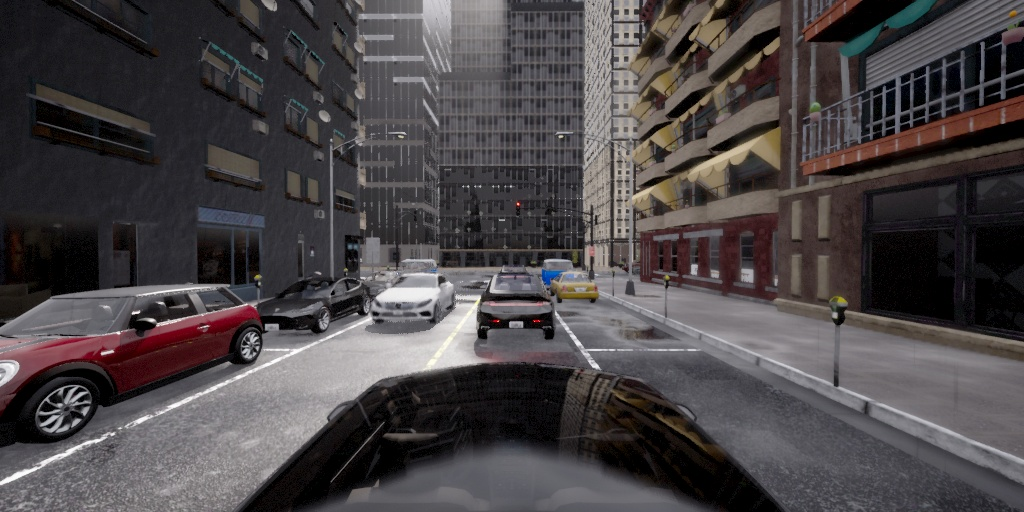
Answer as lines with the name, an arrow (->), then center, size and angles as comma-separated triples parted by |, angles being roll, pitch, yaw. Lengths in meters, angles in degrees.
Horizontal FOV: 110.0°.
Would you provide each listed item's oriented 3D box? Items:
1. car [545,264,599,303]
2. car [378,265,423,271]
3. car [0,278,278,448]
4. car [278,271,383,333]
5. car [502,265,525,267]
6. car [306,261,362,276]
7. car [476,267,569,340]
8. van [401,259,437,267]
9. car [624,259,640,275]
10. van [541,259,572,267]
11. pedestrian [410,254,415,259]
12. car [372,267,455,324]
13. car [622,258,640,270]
car -> 2.710, 1.272, 16.403 | 1.751, 1.417, 4.829 | 0, 0, 0
car -> -5.671, 1.297, 16.275 | 2.007, 1.370, 4.403 | 0, 0, 0
car -> -5.688, 1.189, 5.071 | 1.967, 1.591, 4.097 | 0, 0, 0
car -> -5.679, 1.314, 10.672 | 1.948, 1.339, 4.313 | 0, 0, 0
car -> 0.093, 1.237, 20.312 | 2.128, 1.511, 4.902 | 0, 0, 0
car -> -17.602, 1.213, 35.600 | 4.674, 1.442, 1.812 | 0, 1, 0
car -> 0.095, 1.240, 10.010 | 2.128, 1.511, 4.902 | 0, 0, 0
van -> -5.662, 1.087, 21.877 | 1.690, 1.789, 3.998 | 0, 0, 0
car -> 14.730, 1.370, 38.558 | 4.181, 1.385, 1.994 | 0, 1, 0
van -> 2.719, 1.087, 21.835 | 1.690, 1.789, 3.998 | 0, 0, 0
pedestrian -> -12.329, 0.635, 44.289 | 0.375, 1.860, 0.375 | 0, 1, 0
car -> -3.076, 1.273, 12.036 | 1.812, 1.442, 4.674 | 0, 0, 0
car -> 15.293, 1.087, 41.154 | 5.009, 1.841, 2.192 | 0, 0, 0
